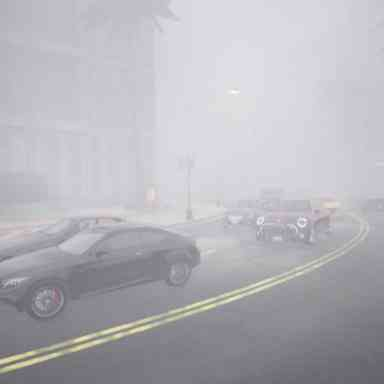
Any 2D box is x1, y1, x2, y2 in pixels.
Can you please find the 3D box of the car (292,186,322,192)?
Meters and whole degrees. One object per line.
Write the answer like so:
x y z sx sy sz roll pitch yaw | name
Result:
16.149 0.158 47.026 2.150 2.045 5.566 -1 1 -15 | car

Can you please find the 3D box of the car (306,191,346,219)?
8.989 0.938 22.878 1.882 1.535 5.008 -1 1 17 | car

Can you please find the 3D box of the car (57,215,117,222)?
-3.364 1.463 10.478 5.357 1.411 2.033 -2 1 -39 | car

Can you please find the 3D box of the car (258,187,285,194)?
6.859 0.641 28.529 2.150 2.045 5.566 -1 1 9 | car

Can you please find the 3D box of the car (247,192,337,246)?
4.348 1.049 13.894 2.097 1.767 4.553 -1 1 34 | car

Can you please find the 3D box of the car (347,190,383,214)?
13.470 0.806 25.171 1.882 1.535 5.008 -1 1 14 | car

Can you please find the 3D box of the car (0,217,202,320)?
-1.860 1.456 7.392 4.674 1.442 1.812 -2 1 -39 | car

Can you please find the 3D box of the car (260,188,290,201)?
11.973 0.360 48.390 2.097 1.767 4.553 -1 1 -16 | car

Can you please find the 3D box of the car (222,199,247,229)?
3.248 1.142 18.484 2.128 1.511 4.902 -1 1 28 | car
